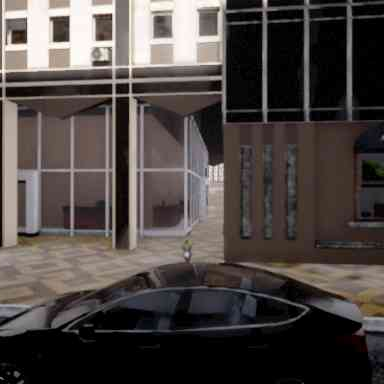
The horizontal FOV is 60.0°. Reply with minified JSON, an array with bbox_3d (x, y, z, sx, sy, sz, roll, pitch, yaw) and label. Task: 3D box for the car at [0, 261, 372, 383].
[{"bbox_3d":[-0.271,1.564,3.927,4.313,1.339,1.947,0,0,6],"label":"car"}]
